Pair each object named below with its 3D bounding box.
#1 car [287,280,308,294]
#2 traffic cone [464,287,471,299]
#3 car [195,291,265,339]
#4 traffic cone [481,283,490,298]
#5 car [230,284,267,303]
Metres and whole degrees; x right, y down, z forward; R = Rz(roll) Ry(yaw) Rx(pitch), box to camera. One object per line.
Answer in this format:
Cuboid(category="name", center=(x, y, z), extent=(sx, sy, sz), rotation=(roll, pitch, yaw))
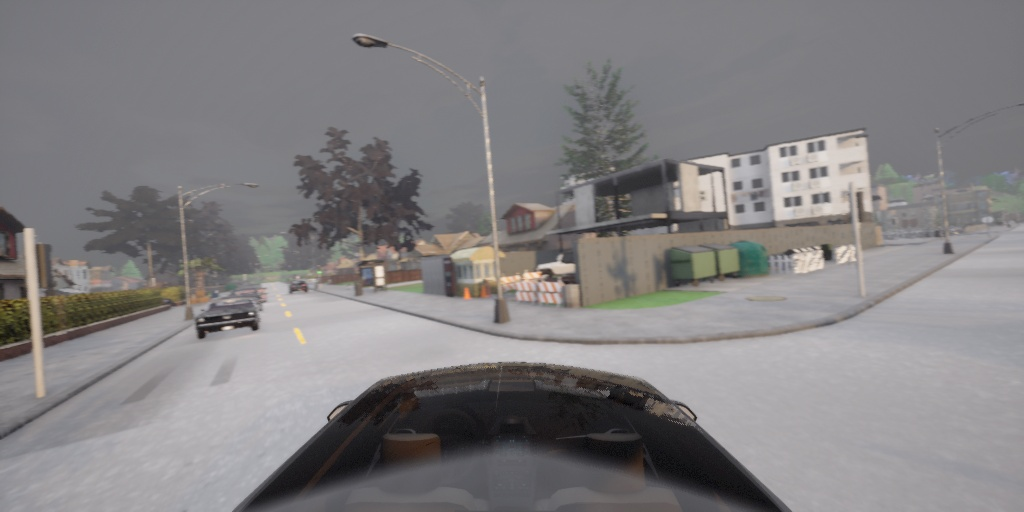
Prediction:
Cuboid(category="car", center=(-26.254, 3.779, 44.024), extent=(1.837, 1.490, 4.892), rotation=(-5, -1, -34))
Cuboid(category="traffic cone", center=(-2.315, 1.919, 18.591), extent=(0.344, 0.586, 0.344), rotation=(0, 0, -34))
Cuboid(category="car", center=(-11.628, 2.427, 14.901), extent=(1.895, 1.301, 4.718), rotation=(-5, -1, -34))
Cuboid(category="traffic cone", center=(-1.432, 1.815, 18.564), extent=(0.344, 0.586, 0.344), rotation=(0, 0, -34))
Cuboid(category="car", center=(-16.842, 2.814, 22.616), extent=(2.128, 1.511, 4.902), rotation=(-5, -1, -34))
